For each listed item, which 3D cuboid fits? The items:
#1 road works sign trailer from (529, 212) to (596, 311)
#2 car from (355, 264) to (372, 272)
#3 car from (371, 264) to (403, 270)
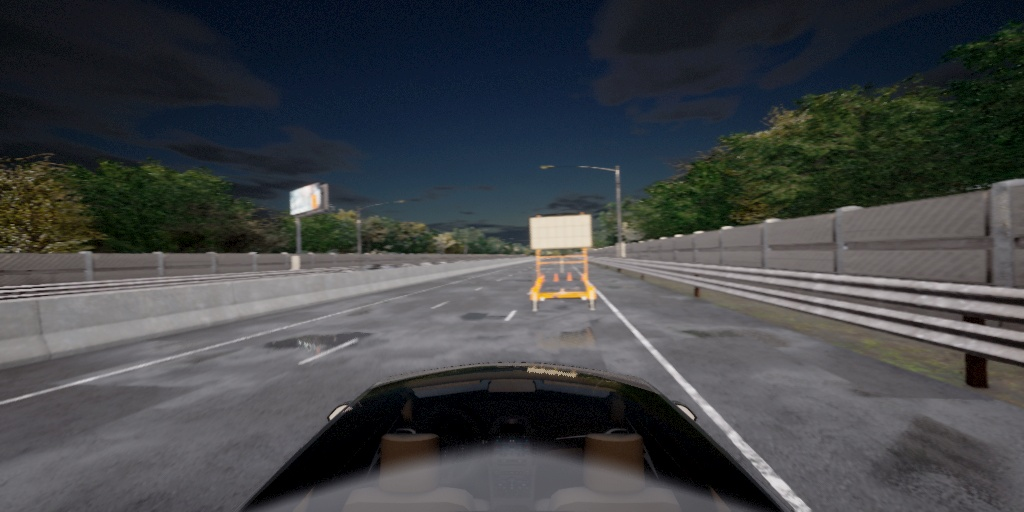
[{"bbox_3d":[2.007,0.133,14.012,2.380,3.560,2.880,0,0,8],"label":"road works sign trailer"},{"bbox_3d":[-18.312,1.824,46.118,2.097,1.767,4.553,-2,0,8],"label":"car"},{"bbox_3d":[-14.943,1.889,44.928,2.033,1.411,5.357,-2,0,9],"label":"car"}]
